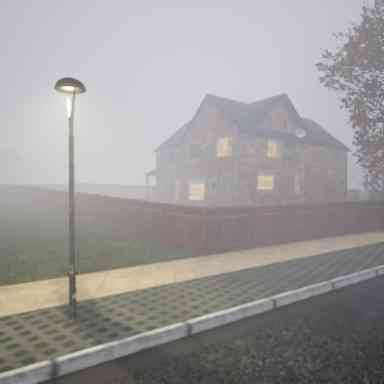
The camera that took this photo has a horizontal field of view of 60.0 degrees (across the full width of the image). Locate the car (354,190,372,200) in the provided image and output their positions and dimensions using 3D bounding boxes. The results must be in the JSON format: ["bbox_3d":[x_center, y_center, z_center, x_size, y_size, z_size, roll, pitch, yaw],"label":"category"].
[{"bbox_3d":[22.799,0.439,43.270,2.033,1.411,5.357,1,2,-4],"label":"car"}]
